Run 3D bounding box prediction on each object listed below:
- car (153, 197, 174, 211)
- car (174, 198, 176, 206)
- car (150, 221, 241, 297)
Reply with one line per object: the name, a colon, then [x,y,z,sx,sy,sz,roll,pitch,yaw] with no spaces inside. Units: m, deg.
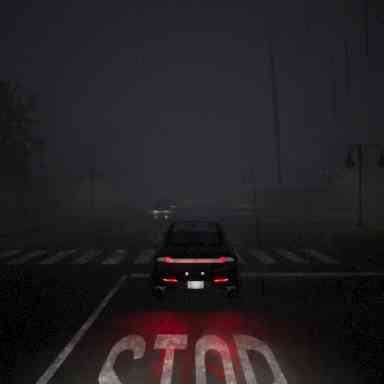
car: [-3.698,1.534,41.651,2.033,1.411,5.357,0,0,0]
car: [-3.700,1.530,56.129,2.033,1.411,5.357,0,0,0]
car: [0.066,1.489,8.534,2.128,1.511,4.902,0,0,0]
